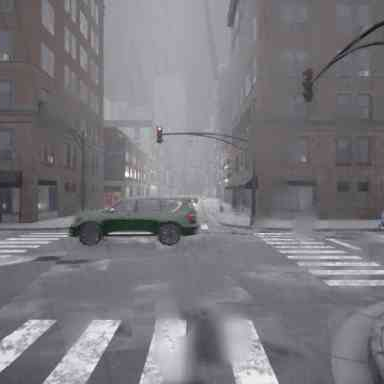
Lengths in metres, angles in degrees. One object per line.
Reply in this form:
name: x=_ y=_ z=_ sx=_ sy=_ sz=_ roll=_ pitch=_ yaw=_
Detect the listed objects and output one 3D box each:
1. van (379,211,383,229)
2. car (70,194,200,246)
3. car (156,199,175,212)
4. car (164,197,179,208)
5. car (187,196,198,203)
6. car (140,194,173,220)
van: x=12.062 y=1.358 z=17.401 sx=3.998 sy=1.788 sz=1.690 roll=0 pitch=0 yaw=0
car: x=-2.440 y=1.226 z=14.744 sx=5.566 sy=2.045 sz=2.150 roll=0 pitch=0 yaw=0
car: x=-3.087 y=1.545 z=39.461 sx=1.812 sy=1.442 sz=4.674 roll=0 pitch=0 yaw=0
car: x=-3.067 y=1.501 z=49.732 sx=1.882 sy=1.535 sz=5.008 roll=0 pitch=0 yaw=0
car: x=0.130 y=1.519 z=70.034 sx=2.128 sy=1.511 sz=4.902 roll=0 pitch=0 yaw=0
car: x=-3.075 y=1.236 z=29.788 sx=2.150 sy=2.045 sz=5.566 roll=0 pitch=0 yaw=2
